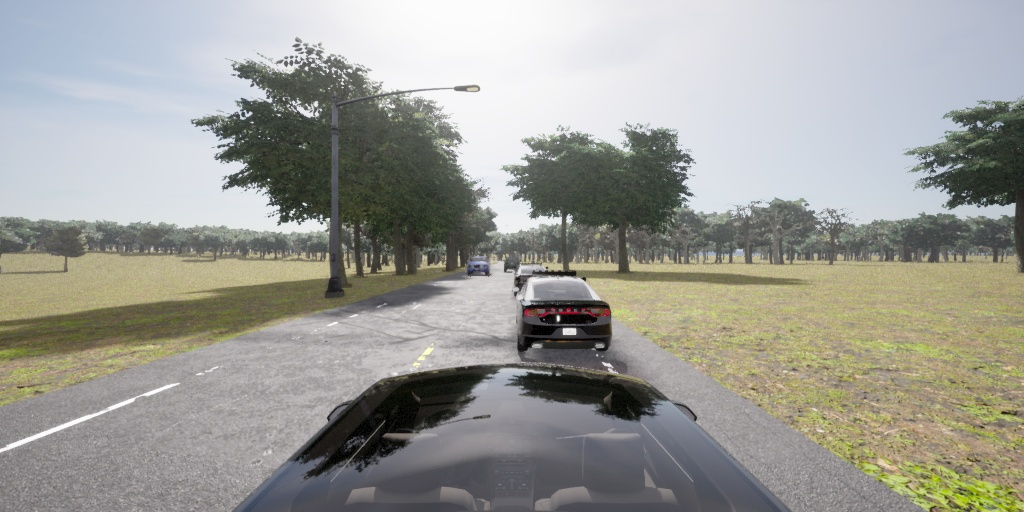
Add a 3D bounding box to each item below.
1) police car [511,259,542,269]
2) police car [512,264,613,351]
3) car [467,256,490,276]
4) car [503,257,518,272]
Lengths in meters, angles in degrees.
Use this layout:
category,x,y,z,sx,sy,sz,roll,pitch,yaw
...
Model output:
category,x,y,z,sx,sy,sz,roll,pitch,yaw
police car,1.043,1.173,19.119,1.930,1.638,5.238,0,0,0
police car,1.047,1.173,9.117,1.930,1.638,5.238,0,0,0
car,-3.514,1.031,38.562,2.150,2.045,5.566,0,0,0
car,0.014,1.106,48.479,2.150,2.045,5.566,0,-1,0
